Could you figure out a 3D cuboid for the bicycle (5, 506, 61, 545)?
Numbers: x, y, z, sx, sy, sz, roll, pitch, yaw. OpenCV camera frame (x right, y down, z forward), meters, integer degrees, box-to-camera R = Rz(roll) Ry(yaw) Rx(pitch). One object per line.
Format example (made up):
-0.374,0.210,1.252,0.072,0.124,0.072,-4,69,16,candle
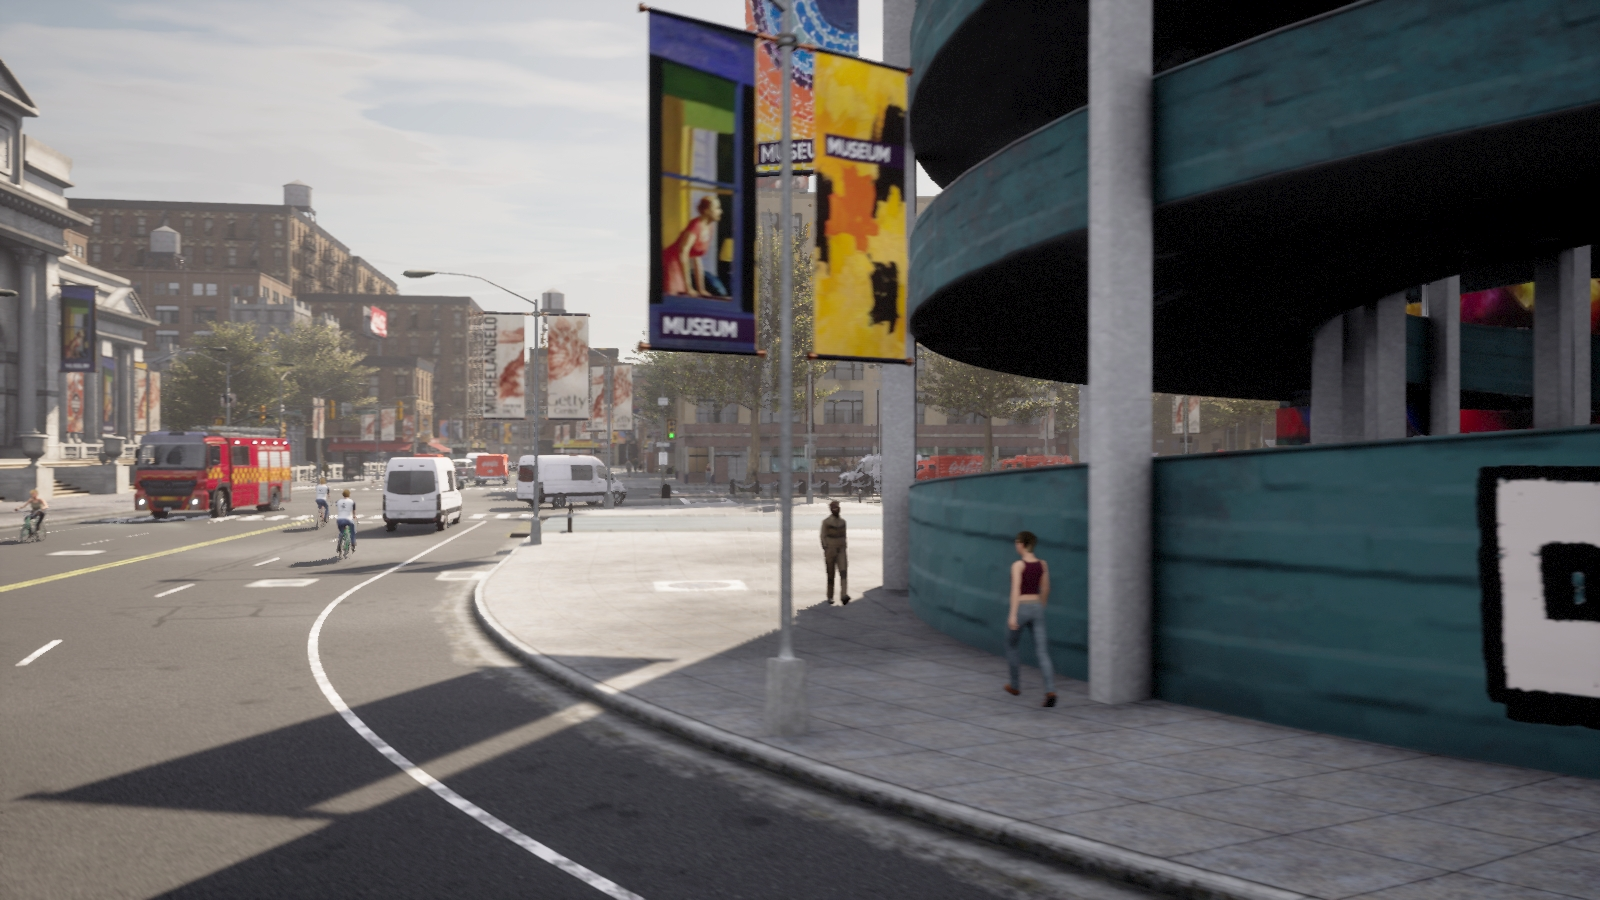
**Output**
-23.175,2.264,34.542,0.859,1.080,1.487,0,0,-9,bicycle

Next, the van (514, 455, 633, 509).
-11.252,1.555,57.173,1.988,2.561,5.915,-1,-1,38,van

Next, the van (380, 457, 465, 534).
-13.632,1.547,41.648,1.988,2.561,5.915,0,0,-9,van

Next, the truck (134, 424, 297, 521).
-25.013,0.904,49.494,2.891,3.827,8.468,0,0,-1,truck

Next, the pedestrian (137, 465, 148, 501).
-34.510,1.712,59.957,0.375,1.860,0.375,0,0,-7,pedestrian

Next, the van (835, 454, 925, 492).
5.496,1.570,78.561,5.915,2.561,1.988,0,0,-9,van

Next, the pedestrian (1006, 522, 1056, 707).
2.414,1.702,11.950,0.375,1.860,0.375,0,0,-18,pedestrian

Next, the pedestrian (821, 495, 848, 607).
0.584,1.707,19.432,0.375,1.860,0.375,0,0,-14,pedestrian

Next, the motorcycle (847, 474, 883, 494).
4.251,2.238,74.831,2.209,1.251,0.867,0,0,-9,motorcycle
